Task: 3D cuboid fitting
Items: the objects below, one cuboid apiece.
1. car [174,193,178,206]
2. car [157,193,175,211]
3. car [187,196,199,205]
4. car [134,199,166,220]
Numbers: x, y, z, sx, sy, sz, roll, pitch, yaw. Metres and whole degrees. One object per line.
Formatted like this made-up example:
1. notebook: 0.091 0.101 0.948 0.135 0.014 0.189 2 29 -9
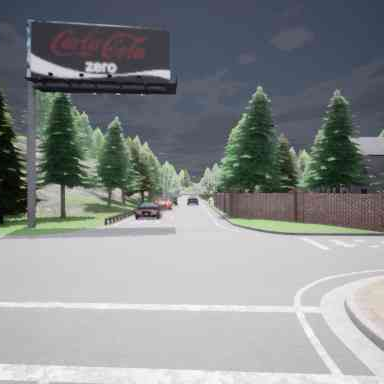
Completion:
1. car: -3.524 1.224 55.531 2.150 2.045 5.566 0 0 0
2. car: -3.569 1.352 41.243 2.097 1.767 4.553 0 0 0
3. car: 0.140 1.504 59.062 1.837 1.490 4.892 0 0 0
4. car: -3.576 1.564 28.112 1.994 1.385 4.181 0 0 1
